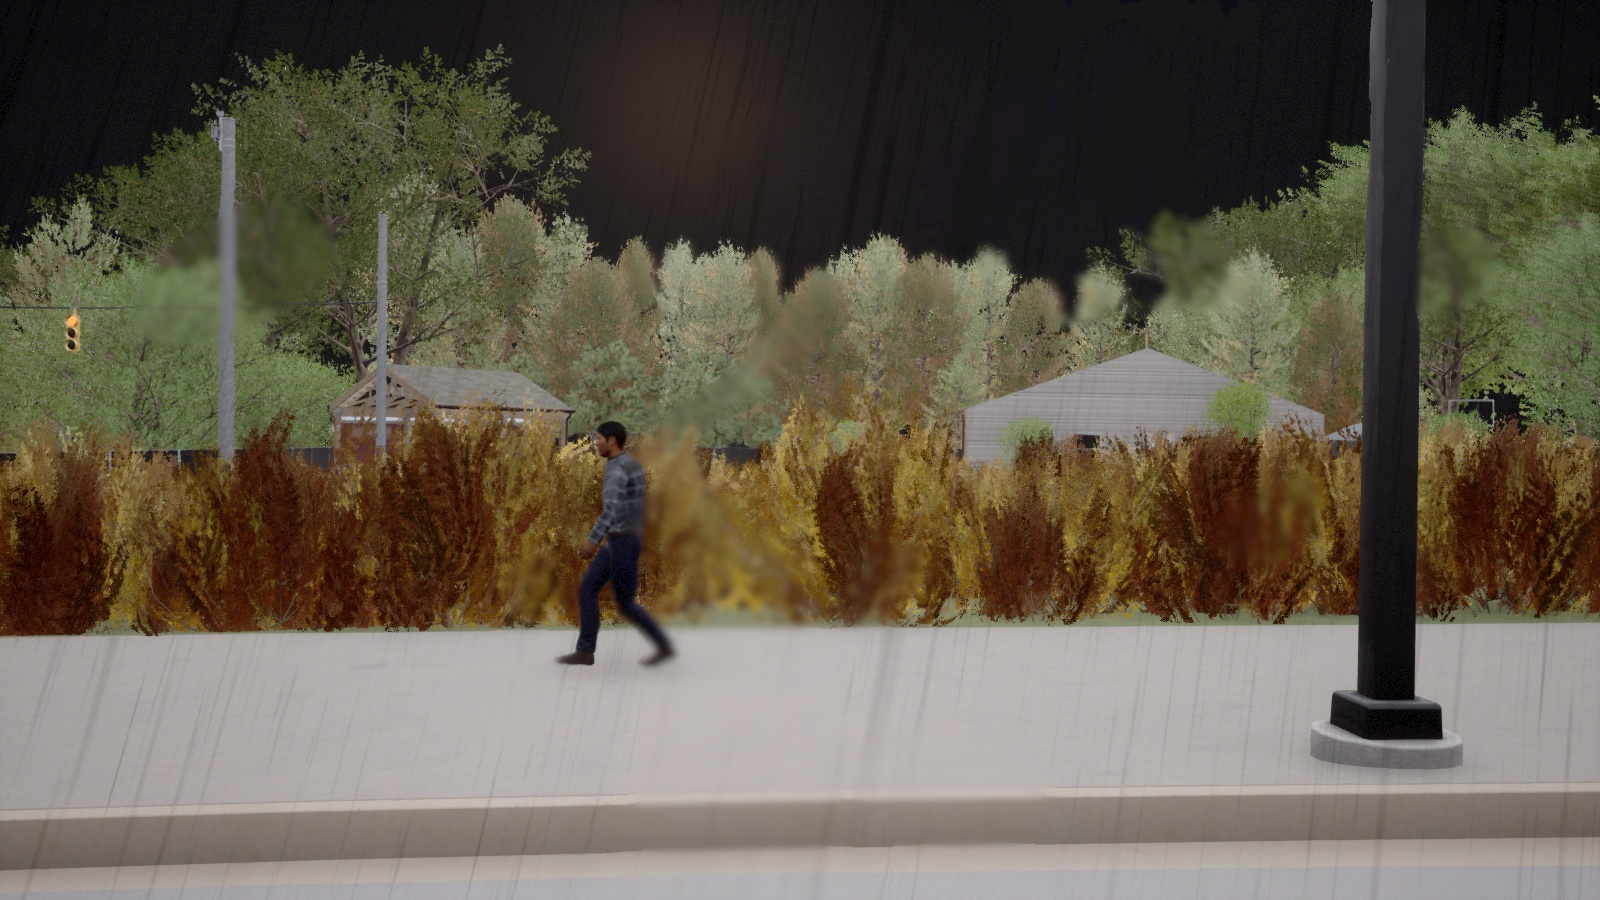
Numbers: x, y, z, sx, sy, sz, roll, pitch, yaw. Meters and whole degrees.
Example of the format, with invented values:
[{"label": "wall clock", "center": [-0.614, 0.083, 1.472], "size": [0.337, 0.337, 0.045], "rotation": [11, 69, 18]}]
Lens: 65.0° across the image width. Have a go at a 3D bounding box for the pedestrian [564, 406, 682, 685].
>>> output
[{"label": "pedestrian", "center": [-1.259, 0.667, 9.016], "size": [0.788, 1.949, 0.423], "rotation": [-1, 1, -3]}]
